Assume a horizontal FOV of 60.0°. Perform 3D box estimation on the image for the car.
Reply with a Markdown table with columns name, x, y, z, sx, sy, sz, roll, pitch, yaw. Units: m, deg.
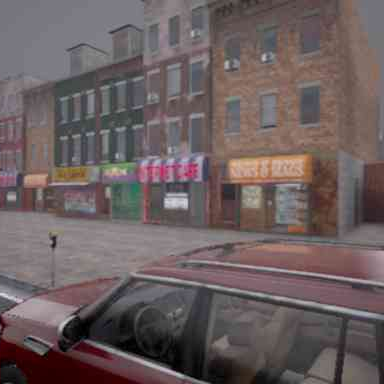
| name | x | y | z | sx | sy | sz | roll | pitch | yaw |
| --- | --- | --- | --- | --- | --- | --- | --- | --- | --- |
| car | 0.408 | 1.315 | 2.516 | 5.009 | 1.841 | 2.192 | 0 | 0 | 36 |
